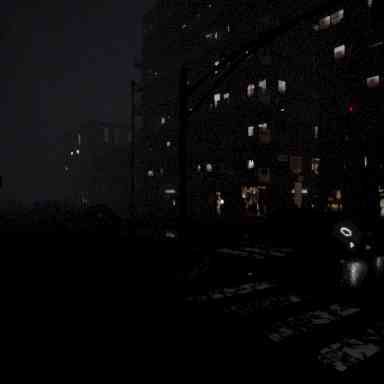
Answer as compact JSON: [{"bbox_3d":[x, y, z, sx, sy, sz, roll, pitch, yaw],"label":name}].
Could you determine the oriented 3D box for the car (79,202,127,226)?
[{"bbox_3d":[-7.184,1.775,26.571,1.967,1.590,4.097,-1,0,-35],"label":"car"}]

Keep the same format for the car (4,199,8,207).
[{"bbox_3d":[-36.010,2.541,67.085,1.887,1.381,4.507,-1,0,-35],"label":"car"}]

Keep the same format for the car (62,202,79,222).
[{"bbox_3d":[-10.287,1.933,30.934,1.752,1.417,4.829,-1,0,-35],"label":"car"}]

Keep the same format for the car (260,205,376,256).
[{"bbox_3d":[5.047,1.445,13.826,2.097,1.767,4.553,0,-1,-35],"label":"car"}]

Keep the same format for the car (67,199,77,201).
[{"bbox_3d":[-22.980,2.158,62.359,2.192,1.841,5.009,-1,0,-35],"label":"car"}]

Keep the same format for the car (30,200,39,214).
[{"bbox_3d":[-19.996,2.072,44.577,1.967,1.590,4.097,-1,0,-35],"label":"car"}]

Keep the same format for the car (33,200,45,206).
[{"bbox_3d":[-38.981,2.772,84.852,1.947,1.339,4.313,-1,0,-35],"label":"car"}]

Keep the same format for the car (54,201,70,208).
[{"bbox_3d":[-26.177,2.460,66.858,1.887,1.381,4.507,-1,0,-35],"label":"car"}]

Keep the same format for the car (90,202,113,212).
[{"bbox_3d":[-13.372,2.190,48.863,1.947,1.339,4.313,-1,0,-35],"label":"car"}]

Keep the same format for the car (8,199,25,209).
[{"bbox_3d":[-32.809,2.364,62.584,1.967,1.590,4.097,-1,0,-35],"label":"car"}]

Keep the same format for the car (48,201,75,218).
[{"bbox_3d":[-13.588,2.035,35.574,2.008,1.369,4.403,-1,0,-35],"label":"car"}]

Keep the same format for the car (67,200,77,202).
[{"bbox_3d":[-17.665,2.162,45.745,1.994,1.385,4.181,0,-1,-35],"label":"car"}]

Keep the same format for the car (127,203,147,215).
[{"bbox_3d":[-7.069,2.004,40.005,1.752,1.417,4.829,-1,0,-35],"label":"car"}]

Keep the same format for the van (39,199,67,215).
[{"bbox_3d":[-16.795,1.899,40.076,1.690,1.788,3.998,-1,0,-35],"label":"van"}]

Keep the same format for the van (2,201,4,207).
[{"bbox_3d":[-39.217,2.411,71.587,1.690,1.788,3.998,-1,0,-35],"label":"van"}]
